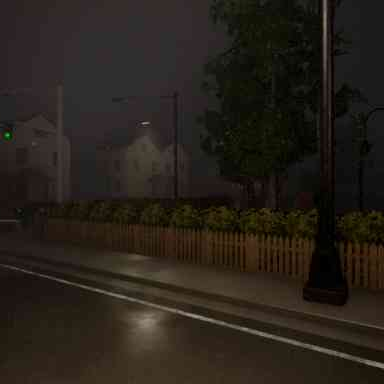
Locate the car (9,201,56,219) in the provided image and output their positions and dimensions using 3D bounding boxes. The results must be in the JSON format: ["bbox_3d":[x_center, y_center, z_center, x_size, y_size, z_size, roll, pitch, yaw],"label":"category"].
[{"bbox_3d":[-13.634,1.526,29.413,1.812,1.442,4.674,0,0,35],"label":"car"}]

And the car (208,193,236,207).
[{"bbox_3d":[4.330,1.221,48.791,2.150,2.045,5.566,0,0,35],"label":"car"}]
